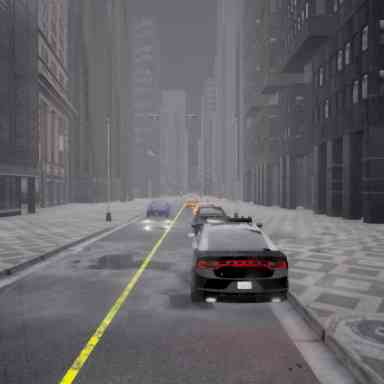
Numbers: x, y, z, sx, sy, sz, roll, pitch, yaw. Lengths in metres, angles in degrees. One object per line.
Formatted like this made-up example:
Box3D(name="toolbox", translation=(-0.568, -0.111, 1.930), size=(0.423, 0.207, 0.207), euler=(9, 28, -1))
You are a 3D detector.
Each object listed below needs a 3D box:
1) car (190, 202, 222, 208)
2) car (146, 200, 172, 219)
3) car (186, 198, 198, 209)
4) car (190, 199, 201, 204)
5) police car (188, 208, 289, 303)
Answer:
Box3D(name="car", translation=(0.966, 1.514, 18.280), size=(1.837, 1.490, 4.892), euler=(0, 0, 0))
Box3D(name="car", translation=(-2.891, 1.502, 29.793), size=(1.882, 1.535, 5.008), euler=(0, 0, 0))
Box3D(name="car", translation=(0.199, 1.529, 47.048), size=(1.882, 1.535, 5.008), euler=(0, 0, 1))
Box3D(name="car", translation=(0.989, 1.495, 24.281), size=(1.882, 1.535, 5.008), euler=(0, 0, 0))
Box3D(name="police car", translation=(0.929, 1.426, 8.389), size=(1.930, 1.638, 5.238), euler=(0, 0, 0))
